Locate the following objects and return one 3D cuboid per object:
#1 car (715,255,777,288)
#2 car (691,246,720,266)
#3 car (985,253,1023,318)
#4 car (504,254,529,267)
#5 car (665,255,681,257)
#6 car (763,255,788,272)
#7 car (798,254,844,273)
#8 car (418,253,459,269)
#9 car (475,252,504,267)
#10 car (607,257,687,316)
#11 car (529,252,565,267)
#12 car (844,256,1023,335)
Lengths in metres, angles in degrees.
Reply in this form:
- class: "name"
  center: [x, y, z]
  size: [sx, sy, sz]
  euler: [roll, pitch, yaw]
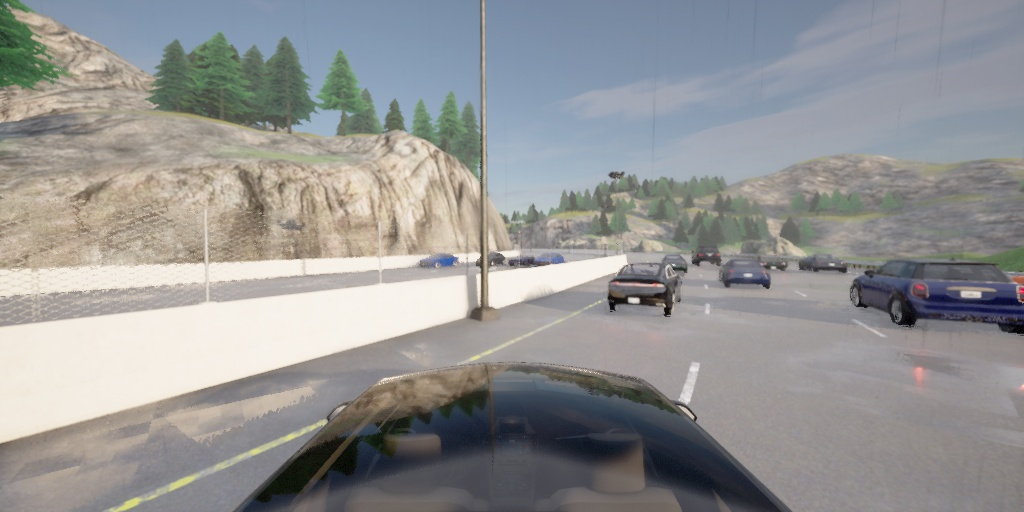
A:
- class: "car"
  center: [12.109, 0.825, 18.843]
  size: [1.994, 1.385, 4.181]
  euler: [0, 2, 26]
- class: "car"
  center: [20.304, -0.033, 37.688]
  size: [2.150, 2.045, 5.566]
  euler: [0, 1, 20]
- class: "car"
  center: [14.779, 0.846, 8.824]
  size: [2.097, 1.767, 4.553]
  euler: [0, 2, 29]
- class: "car"
  center: [1.204, 0.462, 37.411]
  size: [1.895, 1.301, 4.718]
  euler: [0, 2, 22]
- class: "car"
  center: [12.738, 0.586, 28.374]
  size: [1.994, 1.385, 4.181]
  euler: [0, 2, 24]
- class: "car"
  center: [20.793, 0.555, 29.363]
  size: [1.895, 1.301, 4.718]
  euler: [0, 2, 23]
- class: "car"
  center: [23.869, 0.542, 27.719]
  size: [1.994, 1.385, 4.181]
  euler: [0, 2, 23]
- class: "car"
  center: [-7.231, 0.429, 35.570]
  size: [1.882, 1.535, 5.008]
  euler: [0, 2, 24]
- class: "car"
  center: [-2.198, 0.360, 38.359]
  size: [1.837, 1.490, 4.892]
  euler: [0, 2, 22]
- class: "car"
  center: [4.585, 0.960, 12.073]
  size: [2.128, 1.511, 4.902]
  euler: [1, 2, 30]
- class: "car"
  center: [3.622, 0.405, 34.186]
  size: [1.882, 1.535, 5.008]
  euler: [0, 2, 23]
- class: "car"
  center: [11.403, 0.837, 9.945]
  size: [2.097, 1.767, 4.553]
  euler: [0, 2, 29]
